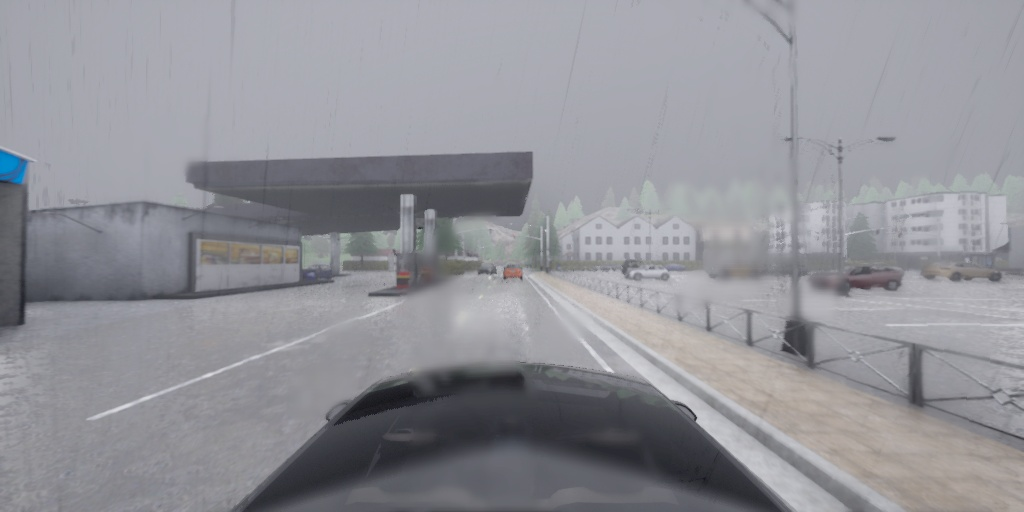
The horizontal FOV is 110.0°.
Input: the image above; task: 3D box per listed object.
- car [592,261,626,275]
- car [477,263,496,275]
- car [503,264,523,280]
[{"bbox_3d":[15.923,1.929,59.859,4.892,1.490,1.837,-1,-1,0],"label":"car"},{"bbox_3d":[-3.606,1.807,51.160,2.097,1.767,4.553,0,0,6],"label":"car"},{"bbox_3d":[0.109,1.670,39.829,2.097,1.767,4.553,0,-1,0],"label":"car"}]
